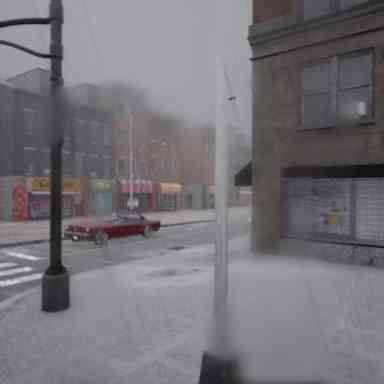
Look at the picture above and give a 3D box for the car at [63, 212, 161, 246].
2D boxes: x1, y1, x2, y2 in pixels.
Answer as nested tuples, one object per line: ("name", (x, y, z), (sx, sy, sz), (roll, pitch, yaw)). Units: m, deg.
("car", (-3.657, 1.640, 15.899), (1.895, 1.301, 4.718), (0, 0, 35))
